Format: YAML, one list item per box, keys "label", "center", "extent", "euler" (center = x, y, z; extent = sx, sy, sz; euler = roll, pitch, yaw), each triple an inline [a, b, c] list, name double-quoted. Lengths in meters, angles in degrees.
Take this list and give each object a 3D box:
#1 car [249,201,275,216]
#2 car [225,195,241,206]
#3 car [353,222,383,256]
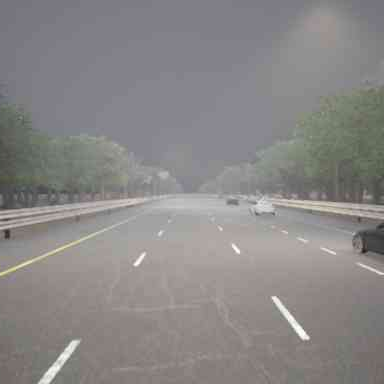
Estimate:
- label: "car"
  center: [7.019, 1.587, 33.438]
  extent: [1.812, 1.442, 4.674]
  euler: [0, 0, 0]
- label: "car"
  center: [7.037, 1.586, 58.944]
  extent: [1.882, 1.535, 5.008]
  euler: [0, 0, 0]
- label: "car"
  center: [7.003, 1.551, 10.664]
  extent: [1.812, 1.442, 4.674]
  euler: [0, 0, 0]
